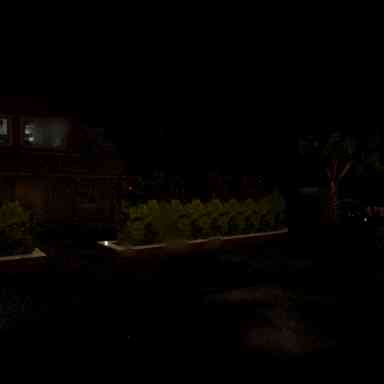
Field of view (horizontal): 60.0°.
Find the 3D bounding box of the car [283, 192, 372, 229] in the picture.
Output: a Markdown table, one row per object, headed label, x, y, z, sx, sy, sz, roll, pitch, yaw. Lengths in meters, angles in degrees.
| label | x | y | z | sx | sy | sz | roll | pitch | yaw |
| --- | --- | --- | --- | --- | --- | --- | --- | --- | --- |
| car | 8.257 | 1.221 | 21.156 | 2.150 | 2.045 | 5.566 | 0 | 0 | -36 |
